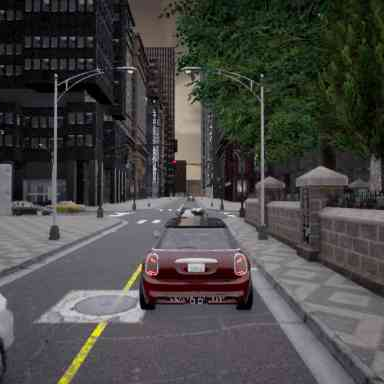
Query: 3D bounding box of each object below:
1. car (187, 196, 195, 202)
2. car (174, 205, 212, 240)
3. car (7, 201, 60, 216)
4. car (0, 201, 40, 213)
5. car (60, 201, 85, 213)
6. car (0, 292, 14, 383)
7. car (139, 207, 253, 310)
[{"bbox_3d":[-0.288,1.725,81.283,1.812,1.442,4.674,0,0,0],"label":"car"},{"bbox_3d":[0.033,1.541,18.112,1.812,1.442,4.674,0,0,0],"label":"car"},{"bbox_3d":[-14.744,1.518,30.019,4.403,1.369,2.008,0,-1,0],"label":"car"},{"bbox_3d":[-20.249,1.708,38.552,4.403,1.369,2.008,0,-1,0],"label":"car"},{"bbox_3d":[-14.906,1.676,38.543,4.829,1.417,1.752,0,-1,0],"label":"car"},{"bbox_3d":[-3.004,1.527,2.174,1.812,1.442,4.674,0,0,0],"label":"car"},{"bbox_3d":[0.070,1.357,7.985,2.097,1.767,4.553,0,0,0],"label":"car"}]
